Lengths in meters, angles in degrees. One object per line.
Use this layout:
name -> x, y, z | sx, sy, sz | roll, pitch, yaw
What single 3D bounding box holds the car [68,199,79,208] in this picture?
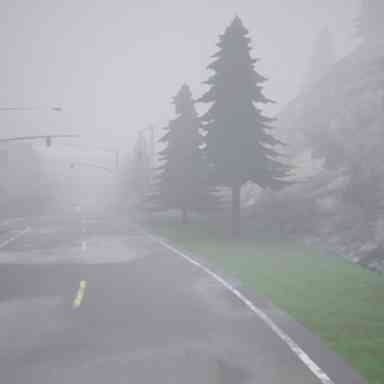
car -> -22.211, 2.147, 62.606 | 1.837, 1.490, 4.892 | 0, 0, -18
